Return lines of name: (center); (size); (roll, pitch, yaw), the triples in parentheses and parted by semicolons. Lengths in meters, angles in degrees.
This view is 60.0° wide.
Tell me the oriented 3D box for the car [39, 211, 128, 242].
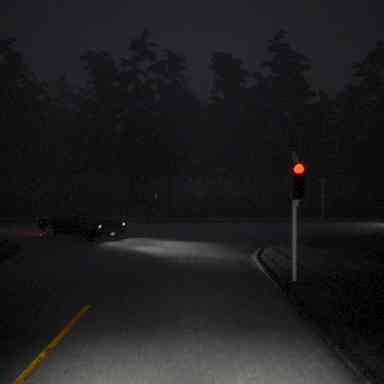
car: (-5.407, 1.601, 16.442); (4.718, 1.301, 1.895); (0, 0, 34)
